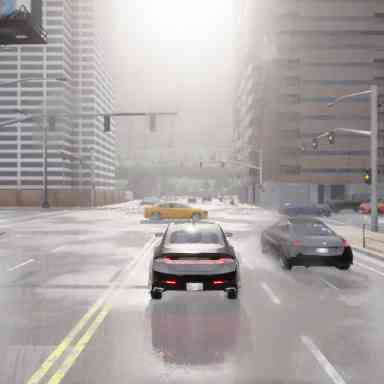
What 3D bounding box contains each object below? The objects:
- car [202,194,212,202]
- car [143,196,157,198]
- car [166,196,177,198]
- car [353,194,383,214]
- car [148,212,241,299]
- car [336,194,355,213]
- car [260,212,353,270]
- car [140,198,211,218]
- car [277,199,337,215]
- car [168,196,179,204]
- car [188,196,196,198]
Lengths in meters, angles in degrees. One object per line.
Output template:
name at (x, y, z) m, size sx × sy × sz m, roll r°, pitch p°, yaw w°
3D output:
car at (3.382, 1.355, 76.795) m, size 2.097 × 1.767 × 4.553 m, roll 0°, pitch 0°, yaw 0°
car at (-7.177, 1.526, 53.254) m, size 1.812 × 1.442 × 4.674 m, roll 0°, pitch 0°, yaw 1°
car at (-3.673, 1.491, 55.049) m, size 2.128 × 1.511 × 4.902 m, roll 0°, pitch 0°, yaw 0°
car at (18.967, 1.352, 32.960) m, size 4.553 × 1.767 × 2.097 m, roll 0°, pitch 0°, yaw 0°
car at (0.052, 1.492, 8.420) m, size 2.128 × 1.511 × 4.902 m, roll 0°, pitch 0°, yaw 0°
car at (17.141, 1.221, 36.480) m, size 5.566 × 2.045 × 2.150 m, roll 0°, pitch 0°, yaw 0°
car at (3.563, 1.564, 11.072) m, size 1.994 × 1.385 × 4.181 m, roll 0°, pitch 0°, yaw 0°
car at (-1.261, 1.477, 25.855) m, size 5.008 × 1.535 × 1.882 m, roll 0°, pitch 0°, yaw 0°
car at (9.872, 1.526, 29.313) m, size 4.674 × 1.442 × 1.812 m, roll 0°, pitch 0°, yaw 0°
car at (-3.645, 1.505, 64.988) m, size 1.837 × 1.490 × 4.892 m, roll 0°, pitch 0°, yaw 0°
car at (-0.002, 1.547, 67.740) m, size 2.033 × 1.411 × 5.357 m, roll 0°, pitch 0°, yaw 0°
